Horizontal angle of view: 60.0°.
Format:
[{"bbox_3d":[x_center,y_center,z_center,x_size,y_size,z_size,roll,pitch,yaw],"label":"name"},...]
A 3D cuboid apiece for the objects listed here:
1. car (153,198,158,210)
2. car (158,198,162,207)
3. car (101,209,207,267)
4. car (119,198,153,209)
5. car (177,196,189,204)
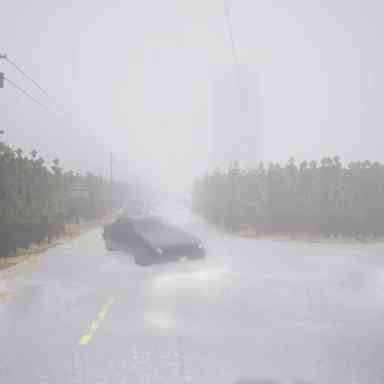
[{"bbox_3d":[-5.310,1.562,38.352,1.994,1.385,4.181,0,0,-4],"label":"car"},{"bbox_3d":[-5.768,1.561,51.786,1.994,1.385,4.181,0,0,1],"label":"car"},{"bbox_3d":[-1.665,1.547,11.825,2.033,1.411,5.357,0,0,-32],"label":"car"},{"bbox_3d":[-4.266,1.352,24.928,2.097,1.767,4.553,0,0,-4],"label":"car"},{"bbox_3d":[-1.790,1.522,65.686,1.812,1.442,4.674,0,0,4],"label":"car"}]
